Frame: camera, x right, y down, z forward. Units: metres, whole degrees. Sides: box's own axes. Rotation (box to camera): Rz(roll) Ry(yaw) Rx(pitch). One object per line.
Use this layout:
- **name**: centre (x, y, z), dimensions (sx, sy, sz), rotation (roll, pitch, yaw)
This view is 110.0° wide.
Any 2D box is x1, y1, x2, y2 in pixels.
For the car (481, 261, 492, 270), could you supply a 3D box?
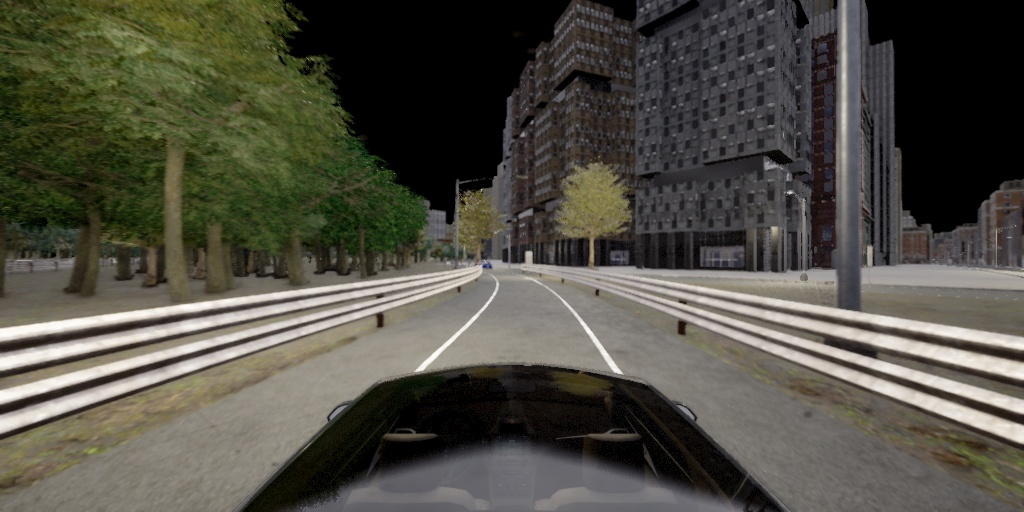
- **car**: centre (-4.866, 1.715, 64.533), dimensions (1.882, 1.535, 5.008), rotation (0, -1, -16)
